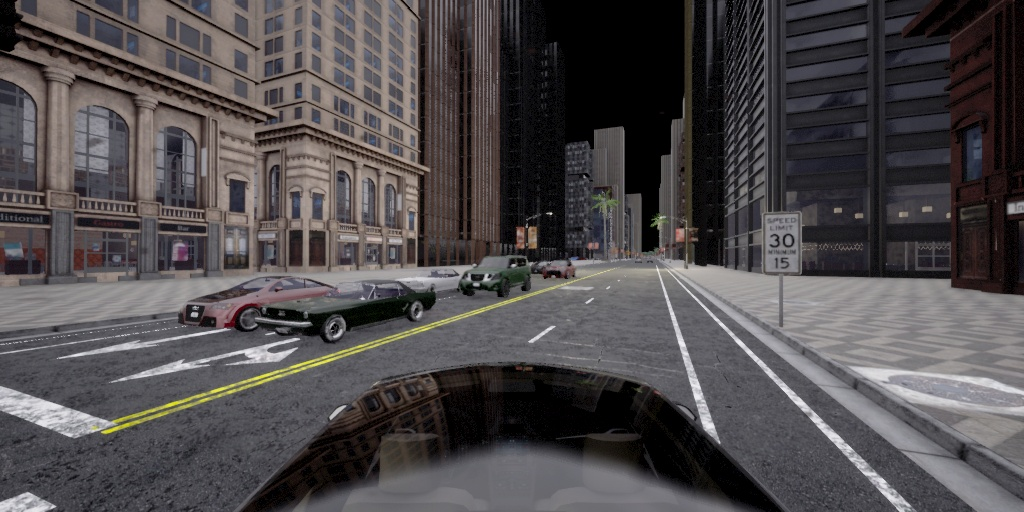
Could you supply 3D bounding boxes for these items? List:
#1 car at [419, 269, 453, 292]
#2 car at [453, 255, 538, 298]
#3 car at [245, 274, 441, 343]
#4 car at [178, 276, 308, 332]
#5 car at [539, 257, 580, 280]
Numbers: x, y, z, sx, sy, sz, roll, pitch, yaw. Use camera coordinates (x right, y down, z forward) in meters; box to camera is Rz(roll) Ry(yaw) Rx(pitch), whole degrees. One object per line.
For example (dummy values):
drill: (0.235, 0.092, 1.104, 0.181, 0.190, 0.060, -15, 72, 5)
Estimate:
car: (-4.139, 1.356, 19.136, 1.895, 1.301, 4.718, 0, 0, 22)
car: (-0.646, 0.978, 19.117, 2.150, 2.045, 5.566, 0, 0, 21)
car: (-4.246, 1.352, 10.012, 1.895, 1.301, 4.718, 0, 0, 24)
car: (-7.352, 1.315, 10.985, 1.994, 1.385, 4.181, 0, 0, 22)
car: (4.234, 1.120, 31.457, 2.097, 1.767, 4.553, 0, 0, 22)
